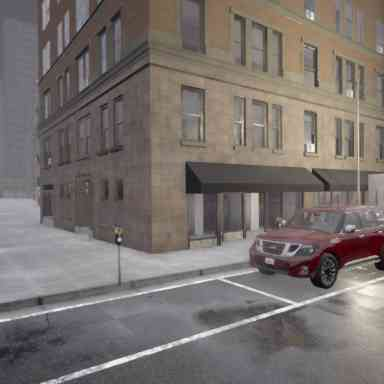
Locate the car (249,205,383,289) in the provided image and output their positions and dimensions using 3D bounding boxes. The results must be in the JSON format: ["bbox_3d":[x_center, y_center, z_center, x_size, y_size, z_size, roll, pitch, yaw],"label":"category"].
[{"bbox_3d":[3.875,1.313,9.320,5.009,1.841,2.192,0,-1,-36],"label":"car"}]
